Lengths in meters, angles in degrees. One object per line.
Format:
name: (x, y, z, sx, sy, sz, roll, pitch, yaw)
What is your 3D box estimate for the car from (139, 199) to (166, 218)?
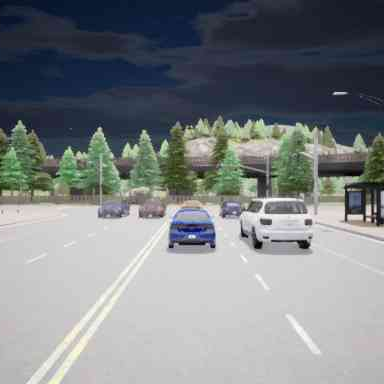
car: (-3.500, 1.401, 30.091, 2.097, 1.767, 4.553, 0, 0, 0)

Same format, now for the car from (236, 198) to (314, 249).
car: (3.500, 1.257, 14.680, 2.150, 2.045, 5.566, 0, 0, 0)

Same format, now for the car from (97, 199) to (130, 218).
car: (-7.001, 1.402, 30.092, 2.097, 1.767, 4.553, 0, 0, 0)

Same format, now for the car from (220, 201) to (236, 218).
car: (3.500, 1.531, 29.650, 1.812, 1.442, 4.674, 0, 0, 0)

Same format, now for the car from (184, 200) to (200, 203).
car: (0.000, 1.482, 29.650, 1.882, 1.535, 5.008, 0, 0, 0)

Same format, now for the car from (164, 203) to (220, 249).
car: (0.000, 1.484, 14.650, 1.882, 1.535, 5.008, 0, 0, 0)
